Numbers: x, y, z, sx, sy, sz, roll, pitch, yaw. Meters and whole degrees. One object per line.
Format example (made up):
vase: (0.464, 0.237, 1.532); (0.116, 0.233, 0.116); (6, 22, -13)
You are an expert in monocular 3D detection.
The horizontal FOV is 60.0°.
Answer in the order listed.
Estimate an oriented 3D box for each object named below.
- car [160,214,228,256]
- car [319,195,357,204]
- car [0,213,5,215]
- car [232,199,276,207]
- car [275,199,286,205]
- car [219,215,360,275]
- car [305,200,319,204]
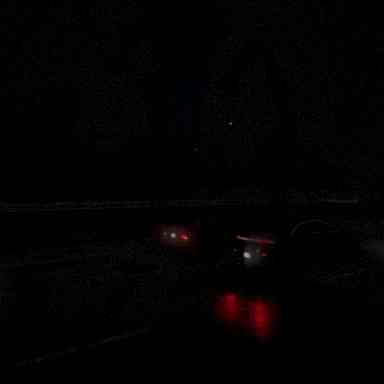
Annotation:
car: (1.364, 1.612, 13.425); (5.357, 1.411, 2.033); (0, 0, -36)
car: (19.939, 1.460, 44.598); (5.566, 2.045, 2.150); (1, -1, -36)
car: (-14.032, 1.656, 19.762); (5.357, 1.411, 2.033); (0, 0, -36)
car: (4.713, 1.614, 29.139); (4.902, 1.511, 2.128); (0, 0, -36)
car: (11.144, 1.728, 46.842); (4.892, 1.490, 1.837); (0, 0, -36)
car: (3.489, 1.541, 10.649); (4.902, 1.511, 2.128); (0, 0, -36)
car: (18.241, 1.859, 47.682); (4.718, 1.301, 1.895); (1, -1, -36)
